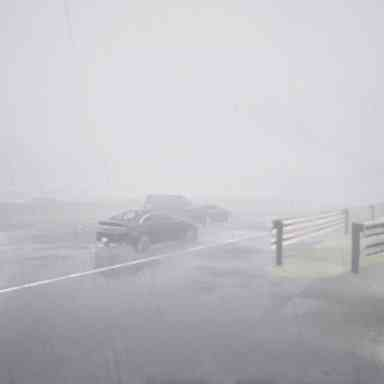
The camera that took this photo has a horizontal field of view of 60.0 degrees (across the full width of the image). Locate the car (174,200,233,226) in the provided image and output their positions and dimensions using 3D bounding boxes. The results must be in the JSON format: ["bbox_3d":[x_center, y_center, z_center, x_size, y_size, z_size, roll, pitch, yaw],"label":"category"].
[{"bbox_3d":[1.140,1.535,23.321,1.837,1.490,4.892,1,0,36],"label":"car"}]

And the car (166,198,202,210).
[{"bbox_3d":[-0.951,1.553,44.710,2.033,1.411,5.357,1,0,36],"label":"car"}]

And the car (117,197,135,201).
[{"bbox_3d":[-8.919,1.461,45.618,2.033,1.411,5.357,1,0,36],"label":"car"}]

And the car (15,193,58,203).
[{"bbox_3d":[-14.835,1.199,31.419,2.097,1.767,4.553,1,0,36],"label":"car"}]

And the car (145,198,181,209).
[{"bbox_3d":[-3.987,1.518,46.518,2.033,1.411,5.357,1,0,36],"label":"car"}]

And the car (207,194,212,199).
[{"bbox_3d":[1.552,1.382,60.161,2.150,2.045,5.566,1,0,35],"label":"car"}]

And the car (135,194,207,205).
[{"bbox_3d":[-1.451,1.222,25.707,2.150,2.045,5.566,1,0,36],"label":"car"}]

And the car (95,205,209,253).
[{"bbox_3d":[-1.645,1.472,13.643,2.128,1.511,4.902,1,0,36],"label":"car"}]

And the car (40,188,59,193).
[{"bbox_3d":[-25.067,0.128,57.205,1.812,1.442,4.674,1,2,22],"label":"car"}]
